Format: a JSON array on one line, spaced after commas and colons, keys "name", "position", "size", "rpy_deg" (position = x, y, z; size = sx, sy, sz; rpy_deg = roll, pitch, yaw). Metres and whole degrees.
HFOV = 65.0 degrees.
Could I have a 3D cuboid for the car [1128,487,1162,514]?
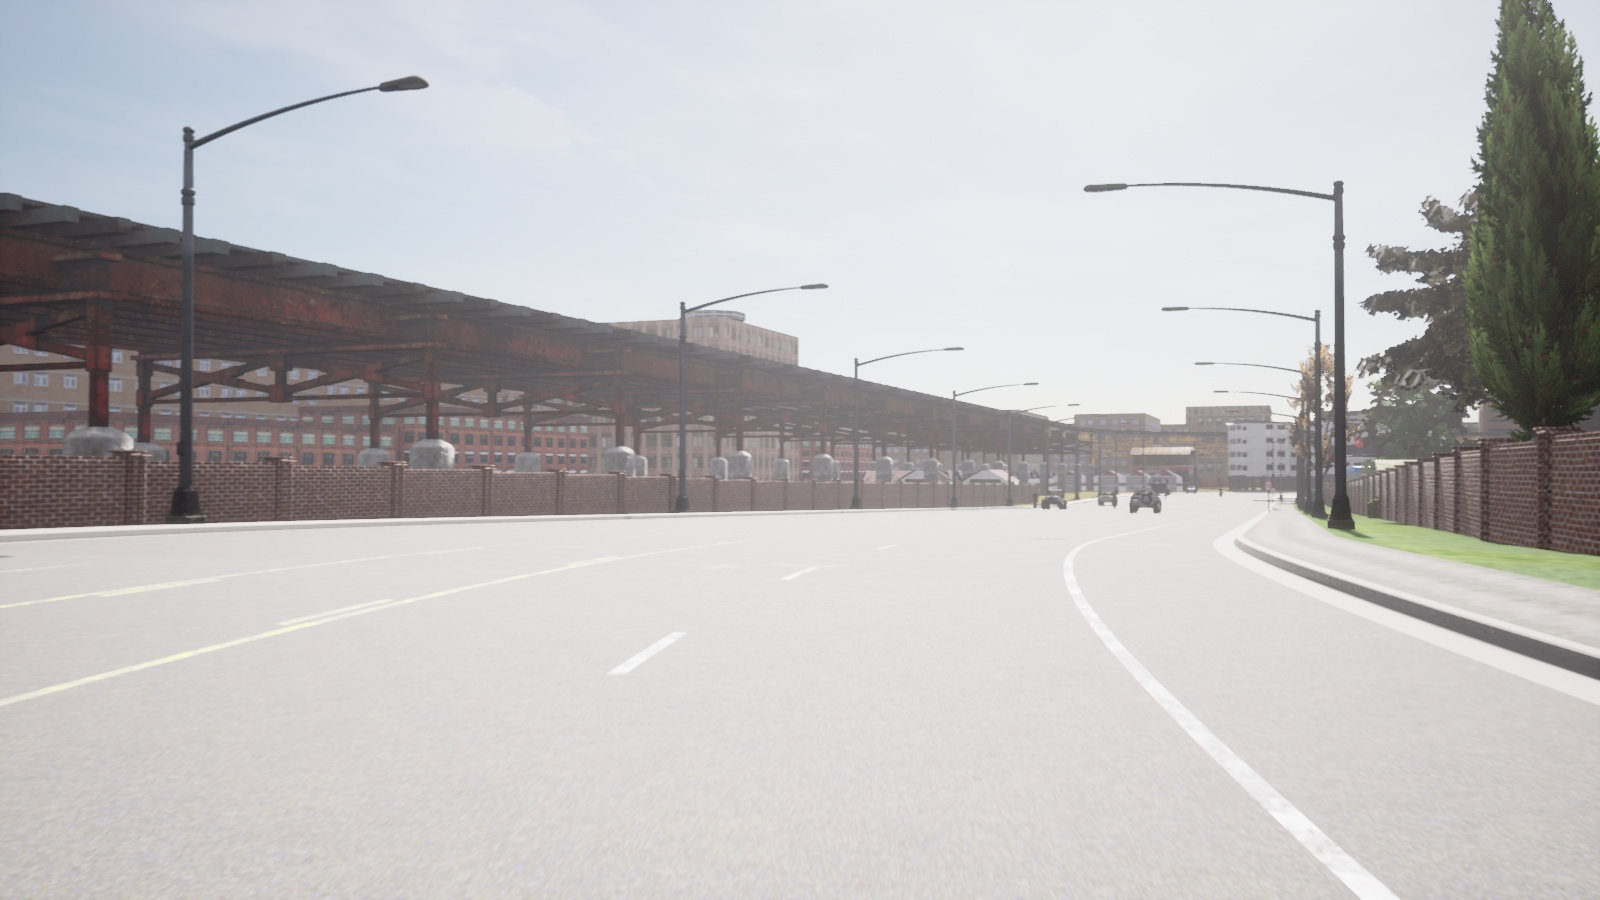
[{"name": "car", "position": [25.039, 3.688, 91.124], "size": [1.932, 1.855, 4.605], "rpy_deg": [0, -3, 21]}]
